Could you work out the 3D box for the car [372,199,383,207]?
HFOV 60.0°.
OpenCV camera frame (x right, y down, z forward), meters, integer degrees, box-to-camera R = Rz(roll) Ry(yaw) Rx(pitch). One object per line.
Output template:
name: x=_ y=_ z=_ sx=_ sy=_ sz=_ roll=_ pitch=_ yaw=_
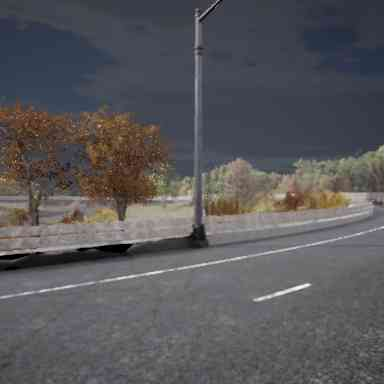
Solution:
car: x=37.088 y=2.101 z=64.275 sx=2.128 sy=1.511 sz=4.902 roll=0 pitch=-1 yaw=13
